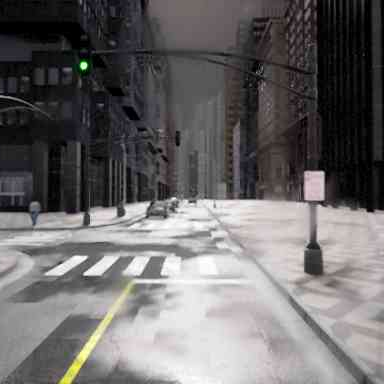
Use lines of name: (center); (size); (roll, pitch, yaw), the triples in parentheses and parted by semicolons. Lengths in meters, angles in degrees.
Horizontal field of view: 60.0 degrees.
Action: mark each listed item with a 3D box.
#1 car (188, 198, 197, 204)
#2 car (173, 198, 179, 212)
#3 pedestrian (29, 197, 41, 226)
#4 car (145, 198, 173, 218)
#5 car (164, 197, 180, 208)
car: (0.097, 1.821, 70.115); (1.895, 1.301, 4.718); (0, -1, 0)
car: (-3.022, 1.630, 40.104); (1.994, 1.385, 4.181); (0, 0, 1)
pedestrian: (-9.979, 1.235, 21.048); (0.375, 1.860, 0.375); (0, -1, 0)
car: (-3.058, 1.540, 30.147); (1.837, 1.490, 4.892); (0, 0, 0)
car: (-2.940, 1.600, 50.370); (2.128, 1.511, 4.902); (0, 0, 0)
